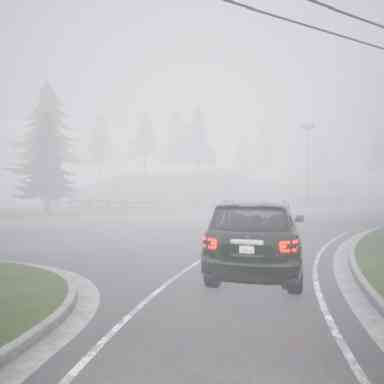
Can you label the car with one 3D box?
[{"bbox_3d":[1.807,1.217,9.049,2.150,2.045,5.566,0,0,16],"label":"car"}]
